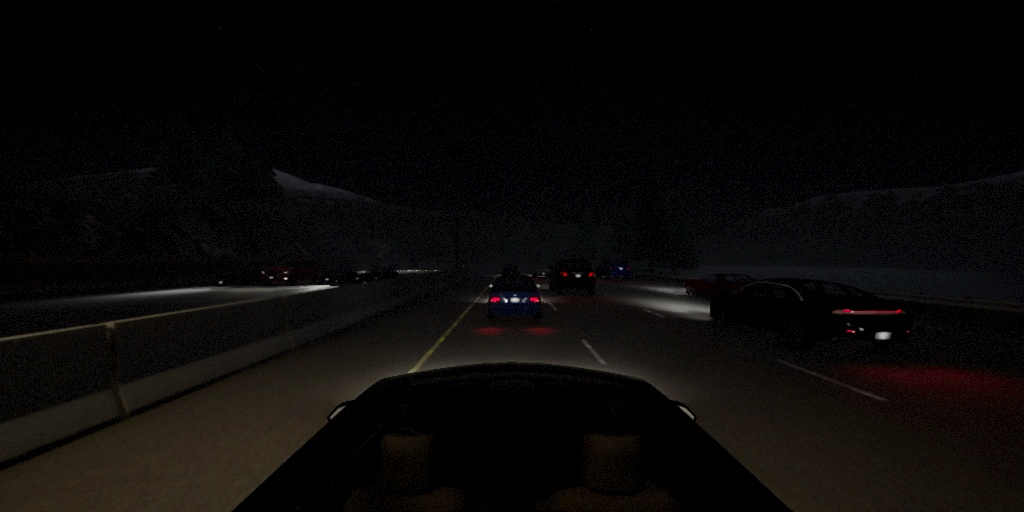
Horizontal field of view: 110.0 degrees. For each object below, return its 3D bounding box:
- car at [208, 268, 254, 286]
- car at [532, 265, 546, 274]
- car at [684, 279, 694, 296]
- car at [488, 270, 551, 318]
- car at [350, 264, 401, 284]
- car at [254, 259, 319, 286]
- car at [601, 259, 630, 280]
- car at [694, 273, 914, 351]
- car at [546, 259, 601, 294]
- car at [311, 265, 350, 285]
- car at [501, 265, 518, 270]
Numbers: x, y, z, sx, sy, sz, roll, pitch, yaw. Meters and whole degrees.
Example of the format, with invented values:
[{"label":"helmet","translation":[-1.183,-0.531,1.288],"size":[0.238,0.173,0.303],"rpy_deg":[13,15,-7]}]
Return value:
[{"label":"car","translation":[-21.122,1.639,28.209],"size":[1.895,1.301,4.718],"rpy_deg":[0,-1,0]},{"label":"car","translation":[3.288,1.702,41.023],"size":[1.812,1.442,4.674],"rpy_deg":[0,0,-3]},{"label":"car","translation":[10.594,1.528,17.990],"size":[1.895,1.301,4.718],"rpy_deg":[0,-1,0]},{"label":"car","translation":[0.094,1.426,13.504],"size":[2.033,1.411,5.357],"rpy_deg":[0,-1,0]},{"label":"car","translation":[-10.620,1.591,28.767],"size":[2.033,1.411,5.357],"rpy_deg":[0,-1,0]},{"label":"car","translation":[-17.629,1.271,28.996],"size":[2.150,2.045,5.566],"rpy_deg":[0,-1,0]},{"label":"car","translation":[10.467,1.361,37.408],"size":[2.150,2.045,5.566],"rpy_deg":[0,0,-2]},{"label":"car","translation":[7.080,1.325,9.262],"size":[2.128,1.511,4.902],"rpy_deg":[0,0,0]},{"label":"car","translation":[3.595,1.195,22.109],"size":[2.150,2.045,5.566],"rpy_deg":[0,0,0]},{"label":"car","translation":[-14.150,1.615,29.401],"size":[1.994,1.385,4.181],"rpy_deg":[0,-1,0]},{"label":"car","translation":[-0.229,1.704,41.147],"size":[1.812,1.442,4.674],"rpy_deg":[0,0,-3]}]
